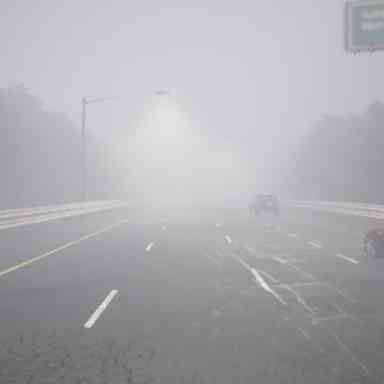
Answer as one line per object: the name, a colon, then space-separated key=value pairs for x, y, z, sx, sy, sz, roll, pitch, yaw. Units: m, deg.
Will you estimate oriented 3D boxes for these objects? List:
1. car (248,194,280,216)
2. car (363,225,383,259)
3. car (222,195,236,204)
car: x=7.003 y=1.228 z=32.761 sx=2.150 sy=2.045 sz=5.566 roll=0 pitch=0 yaw=0
car: x=6.999 y=1.353 z=9.700 sx=2.097 sy=1.767 sz=4.553 roll=0 pitch=0 yaw=0
car: x=7.009 y=1.507 z=61.880 sx=1.882 sy=1.535 sz=5.008 roll=0 pitch=0 yaw=0
